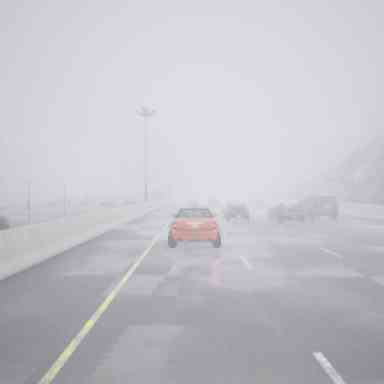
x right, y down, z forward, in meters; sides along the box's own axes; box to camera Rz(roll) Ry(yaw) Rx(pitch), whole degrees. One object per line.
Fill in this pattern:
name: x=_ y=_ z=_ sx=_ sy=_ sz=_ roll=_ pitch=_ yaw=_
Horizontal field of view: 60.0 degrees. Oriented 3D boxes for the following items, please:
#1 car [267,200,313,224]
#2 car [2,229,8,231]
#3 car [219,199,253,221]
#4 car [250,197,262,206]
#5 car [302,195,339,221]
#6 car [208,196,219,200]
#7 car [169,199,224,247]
car: x=7.104 y=1.566 z=25.408 sx=2.128 sy=1.511 sz=4.902 roll=0 pitch=0 yaw=0
car: x=-10.589 y=1.570 z=15.879 sx=1.812 sy=1.442 sz=4.674 roll=0 pitch=0 yaw=0
car: x=3.607 y=1.587 z=27.962 sx=1.837 sy=1.490 sz=4.892 roll=0 pitch=0 yaw=0
car: x=10.609 y=1.655 z=56.607 sx=2.128 sy=1.511 sz=4.902 roll=0 pitch=0 yaw=0
car: x=10.605 y=1.305 z=28.593 sx=2.150 sy=2.045 sz=5.566 roll=0 pitch=0 yaw=0
car: x=3.611 y=1.515 z=57.313 sx=2.097 sy=1.767 sz=4.553 roll=0 pitch=0 yaw=0
car: x=0.103 y=1.396 z=15.477 sx=2.097 sy=1.767 sz=4.553 roll=0 pitch=0 yaw=0
